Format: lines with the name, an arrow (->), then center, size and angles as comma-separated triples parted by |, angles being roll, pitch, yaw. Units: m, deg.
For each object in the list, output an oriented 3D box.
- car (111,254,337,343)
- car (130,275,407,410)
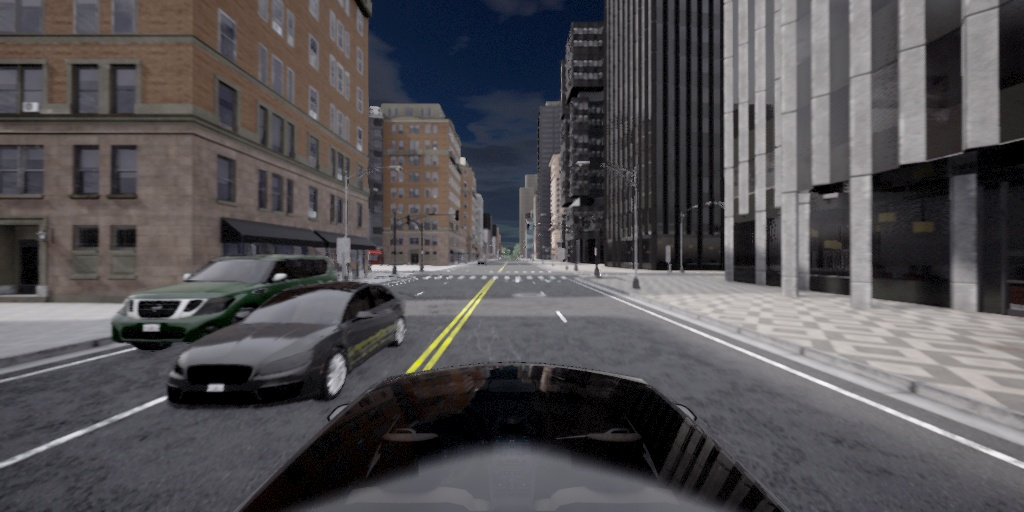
car -> -6.599, 0.971, 9.327 | 2.150, 2.045, 5.566 | 0, 0, 0
car -> -3.348, 1.255, 6.482 | 1.837, 1.490, 4.892 | 0, 0, 0
